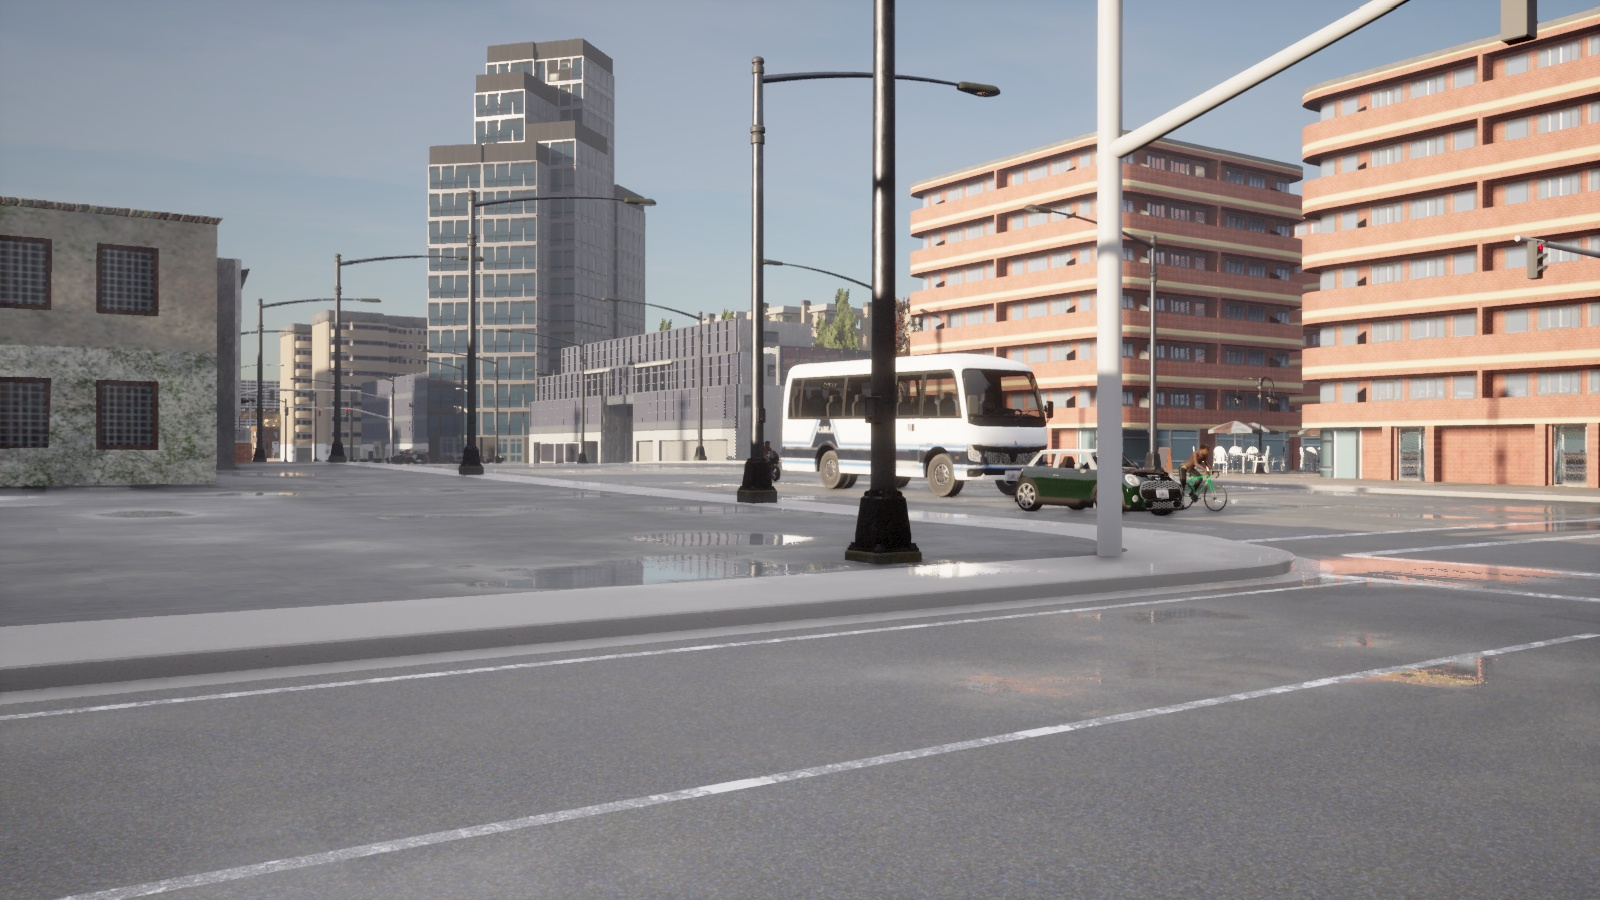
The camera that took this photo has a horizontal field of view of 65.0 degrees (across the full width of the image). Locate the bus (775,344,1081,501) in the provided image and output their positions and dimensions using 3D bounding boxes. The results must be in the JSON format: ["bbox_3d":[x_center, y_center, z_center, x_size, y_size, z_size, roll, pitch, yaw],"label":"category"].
[{"bbox_3d":[3.641,-0.822,39.568,3.944,4.253,10.273,0,1,-34],"label":"bus"}]

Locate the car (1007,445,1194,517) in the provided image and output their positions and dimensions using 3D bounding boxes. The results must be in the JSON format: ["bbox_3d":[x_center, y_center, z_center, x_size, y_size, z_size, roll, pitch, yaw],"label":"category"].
[{"bbox_3d":[6.768,0.646,28.573,1.970,1.475,3.806,0,1,-33],"label":"car"}]

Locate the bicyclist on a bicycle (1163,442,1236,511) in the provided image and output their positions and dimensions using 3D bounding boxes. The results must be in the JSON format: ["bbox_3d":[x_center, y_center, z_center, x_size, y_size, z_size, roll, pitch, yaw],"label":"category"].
[{"bbox_3d":[9.688,0.629,30.501,0.582,1.620,1.656,0,1,-34],"label":"bicyclist on a bicycle"}]

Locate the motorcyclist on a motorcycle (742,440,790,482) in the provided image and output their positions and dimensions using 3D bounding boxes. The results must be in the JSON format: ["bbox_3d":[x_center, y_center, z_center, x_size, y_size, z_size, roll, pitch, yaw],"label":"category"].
[{"bbox_3d":[-1.289,0.411,46.964,0.797,1.523,2.044,0,1,-34],"label":"motorcyclist on a motorcycle"}]
